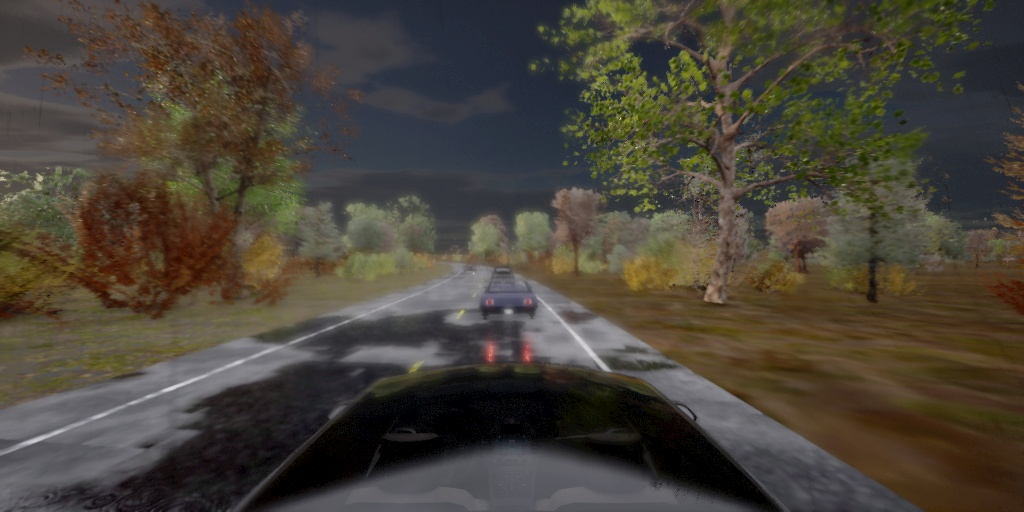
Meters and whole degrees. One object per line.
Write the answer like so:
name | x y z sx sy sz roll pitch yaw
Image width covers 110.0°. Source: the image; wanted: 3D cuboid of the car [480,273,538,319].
car | -0.141 1.511 13.590 1.895 1.301 4.718 0 -1 -1

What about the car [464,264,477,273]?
car | -6.882 2.016 59.162 1.994 1.385 4.181 0 -1 -6

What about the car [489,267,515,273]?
car | -0.769 1.616 29.243 1.837 1.490 4.892 0 0 -3
